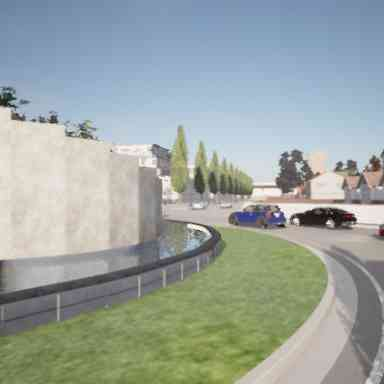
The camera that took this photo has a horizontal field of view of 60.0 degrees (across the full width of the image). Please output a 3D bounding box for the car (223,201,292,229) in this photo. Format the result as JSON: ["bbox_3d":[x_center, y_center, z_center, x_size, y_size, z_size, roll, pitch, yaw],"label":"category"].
[{"bbox_3d":[4.752,1.683,24.747,2.097,1.767,4.553,0,-1,-33],"label":"car"}]

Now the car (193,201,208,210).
[{"bbox_3d":[1.453,2.312,57.267,1.812,1.442,4.674,0,-1,14],"label":"car"}]

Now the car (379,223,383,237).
[{"bbox_3d":[11.462,1.715,15.635,4.674,1.442,1.812,-1,-1,39],"label":"car"}]

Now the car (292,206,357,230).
[{"bbox_3d":[9.300,1.813,23.945,1.837,1.490,4.892,0,-1,-32],"label":"car"}]

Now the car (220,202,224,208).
[{"bbox_3d":[6.706,2.461,63.623,1.895,1.301,4.718,0,-1,14],"label":"car"}]
